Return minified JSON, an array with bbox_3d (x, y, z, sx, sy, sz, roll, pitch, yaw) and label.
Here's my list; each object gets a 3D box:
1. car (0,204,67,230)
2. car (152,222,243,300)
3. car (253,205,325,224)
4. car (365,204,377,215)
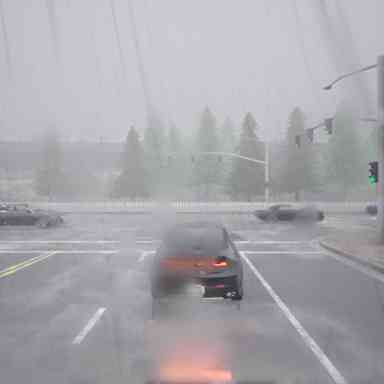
[{"bbox_3d":[-10.202,1.472,20.256,4.902,1.511,2.128,0,0,0],"label":"car"},{"bbox_3d":[0.173,1.505,8.368,1.837,1.490,4.892,0,0,2],"label":"car"},{"bbox_3d":[6.844,1.555,23.641,4.718,1.301,1.895,0,0,0],"label":"car"},{"bbox_3d":[18.739,1.422,30.740,5.008,1.535,1.882,0,0,1],"label":"car"}]
